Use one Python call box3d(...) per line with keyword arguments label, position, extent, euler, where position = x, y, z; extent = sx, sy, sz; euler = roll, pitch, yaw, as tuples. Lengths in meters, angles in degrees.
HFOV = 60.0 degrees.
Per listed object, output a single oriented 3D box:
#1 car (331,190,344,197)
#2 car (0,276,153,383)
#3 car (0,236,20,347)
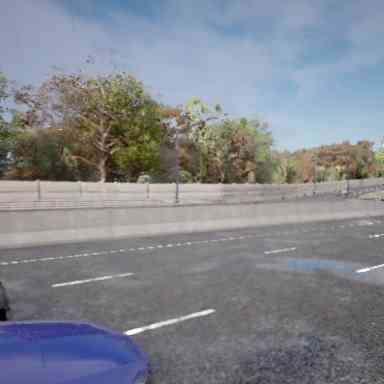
box3d(label="car", position=(37.061, 0.521, 85.731), extent=(1.882, 1.535, 5.008), euler=(0, 1, 32))
box3d(label="car", position=(-2.442, 1.526, 2.007), extent=(4.674, 1.442, 1.812), euler=(0, 0, -35))
box3d(label="car", position=(-4.861, 1.564, 4.575), extent=(4.181, 1.385, 1.994), euler=(0, 0, -36))
